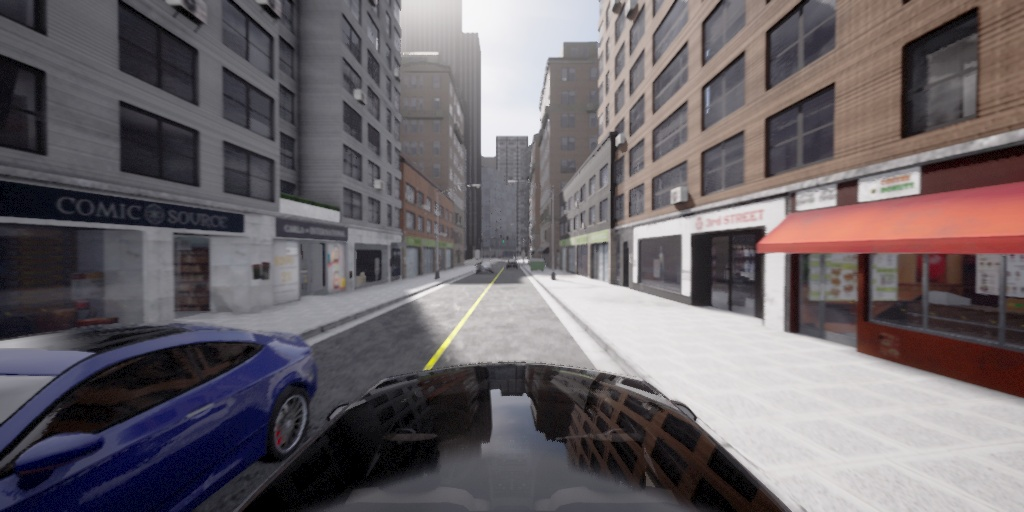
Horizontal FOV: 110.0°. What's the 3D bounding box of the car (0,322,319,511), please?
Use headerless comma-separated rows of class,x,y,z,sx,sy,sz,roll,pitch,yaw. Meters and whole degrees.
car,-3.089,1.276,2.288,1.812,1.442,4.674,0,0,0

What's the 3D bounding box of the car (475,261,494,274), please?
car,-3.085,1.324,41.630,1.812,1.442,4.674,0,0,0

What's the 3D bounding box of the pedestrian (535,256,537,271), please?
pedestrian,3.135,0.949,47.053,0.375,1.860,0.375,-1,1,-9

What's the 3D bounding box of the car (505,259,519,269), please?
car,0.021,1.330,56.903,1.837,1.490,4.892,0,0,1

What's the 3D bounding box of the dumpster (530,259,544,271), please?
dumpster,3.135,1.201,45.685,1.020,1.700,1.940,0,0,0
